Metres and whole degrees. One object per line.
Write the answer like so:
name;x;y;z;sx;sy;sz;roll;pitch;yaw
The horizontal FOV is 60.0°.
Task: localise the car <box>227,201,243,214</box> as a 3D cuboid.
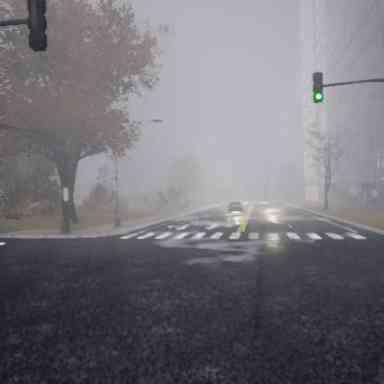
car;5.587;1.924;42.712;1.882;1.535;5.008;-2;-1;11
